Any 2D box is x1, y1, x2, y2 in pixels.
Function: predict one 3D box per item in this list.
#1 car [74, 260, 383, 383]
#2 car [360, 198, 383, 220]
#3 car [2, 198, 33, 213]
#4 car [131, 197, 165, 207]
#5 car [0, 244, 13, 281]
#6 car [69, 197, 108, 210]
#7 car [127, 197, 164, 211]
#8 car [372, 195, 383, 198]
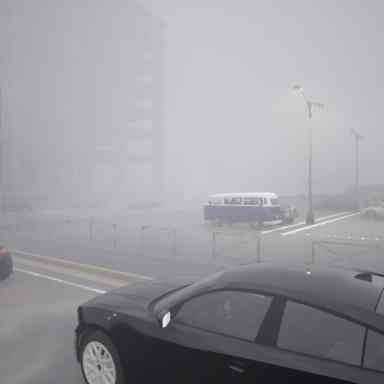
[{"bbox_3d":[0.836,1.478,3.399,5.008,1.535,1.882,0,0,36],"label":"car"},{"bbox_3d":[14.701,1.395,24.750,3.806,1.475,1.970,0,0,36],"label":"car"},{"bbox_3d":[-18.776,1.422,33.579,1.882,1.535,5.008,0,0,36],"label":"car"},{"bbox_3d":[-6.640,1.492,50.613,2.033,1.411,5.357,0,0,36],"label":"car"},{"bbox_3d":[-6.485,1.564,8.610,4.181,1.385,1.994,0,0,36],"label":"car"},{"bbox_3d":[-12.932,1.422,41.782,1.882,1.535,5.008,0,0,35],"label":"car"},{"bbox_3d":[-5.435,1.545,39.907,1.895,1.301,4.718,0,0,35],"label":"car"},{"bbox_3d":[17.926,1.153,29.302,4.605,1.855,1.932,0,0,36],"label":"car"}]
